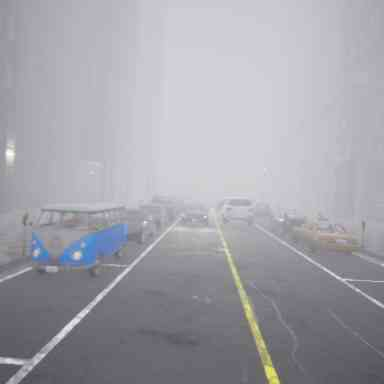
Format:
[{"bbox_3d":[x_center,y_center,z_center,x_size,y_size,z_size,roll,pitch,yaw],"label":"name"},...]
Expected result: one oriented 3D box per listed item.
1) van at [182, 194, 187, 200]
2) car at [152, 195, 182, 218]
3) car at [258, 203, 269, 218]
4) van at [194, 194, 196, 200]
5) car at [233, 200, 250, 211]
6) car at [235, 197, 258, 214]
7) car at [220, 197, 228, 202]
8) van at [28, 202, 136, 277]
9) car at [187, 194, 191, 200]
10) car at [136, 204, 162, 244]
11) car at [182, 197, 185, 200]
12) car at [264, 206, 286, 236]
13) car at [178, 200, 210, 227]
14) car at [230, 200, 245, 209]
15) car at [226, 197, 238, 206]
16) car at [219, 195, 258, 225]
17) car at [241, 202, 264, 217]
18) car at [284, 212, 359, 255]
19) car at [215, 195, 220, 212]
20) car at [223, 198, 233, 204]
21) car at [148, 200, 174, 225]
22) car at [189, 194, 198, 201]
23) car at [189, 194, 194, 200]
[{"bbox_3d":[-1.820,1.272,37.625,1.690,1.788,3.998,3,0,2],"label":"van"},{"bbox_3d":[-2.288,1.213,26.361,2.192,1.841,5.009,3,0,2],"label":"car"},{"bbox_3d":[6.446,1.803,31.646,1.967,1.590,4.097,3,0,2],"label":"car"},{"bbox_3d":[-0.645,1.357,65.784,1.690,1.788,3.998,3,0,2],"label":"van"},{"bbox_3d":[7.146,1.958,48.541,1.887,1.381,4.507,3,0,2],"label":"car"},{"bbox_3d":[6.923,1.712,42.910,2.192,1.841,5.009,3,0,2],"label":"car"},{"bbox_3d":[9.023,2.140,93.592,1.802,1.307,4.206,3,0,2],"label":"car"},{"bbox_3d":[-2.995,1.189,9.466,1.690,1.788,3.998,3,0,2],"label":"van"},{"bbox_3d":[-1.590,1.388,43.257,1.967,1.590,4.097,3,0,2],"label":"car"},{"bbox_3d":[-2.771,1.430,15.098,1.947,1.339,4.313,3,0,2],"label":"car"},{"bbox_3d":[-2.065,1.459,31.993,1.887,1.381,4.507,3,0,2],"label":"car"},{"bbox_3d":[5.971,1.880,20.384,2.008,1.369,4.403,3,0,2],"label":"car"},{"bbox_3d":[0.262,1.556,23.726,1.812,1.442,4.674,3,0,3],"label":"car"},{"bbox_3d":[7.380,1.996,54.173,1.947,1.339,4.313,3,0,2],"label":"car"},{"bbox_3d":[7.856,1.905,65.435,1.967,1.590,4.097,3,0,2],"label":"car"},{"bbox_3d":[3.565,1.430,26.568,2.150,2.045,5.566,3,0,3],"label":"car"},{"bbox_3d":[6.675,1.946,37.278,1.947,1.339,4.313,3,0,2],"label":"car"},{"bbox_3d":[5.745,1.839,14.923,1.752,1.417,4.829,3,0,2],"label":"car"},{"bbox_3d":[4.239,1.606,42.948,2.097,1.767,4.553,3,0,3],"label":"car"},{"bbox_3d":[8.319,2.066,76.697,1.947,1.339,4.313,3,0,2],"label":"car"},{"bbox_3d":[-2.536,1.447,20.729,1.947,1.339,4.313,3,0,2],"label":"car"},{"bbox_3d":[0.530,1.425,93.943,2.192,1.841,5.009,3,0,2],"label":"car"},{"bbox_3d":[-1.120,1.422,54.521,1.967,1.590,4.097,3,0,2],"label":"car"}]
